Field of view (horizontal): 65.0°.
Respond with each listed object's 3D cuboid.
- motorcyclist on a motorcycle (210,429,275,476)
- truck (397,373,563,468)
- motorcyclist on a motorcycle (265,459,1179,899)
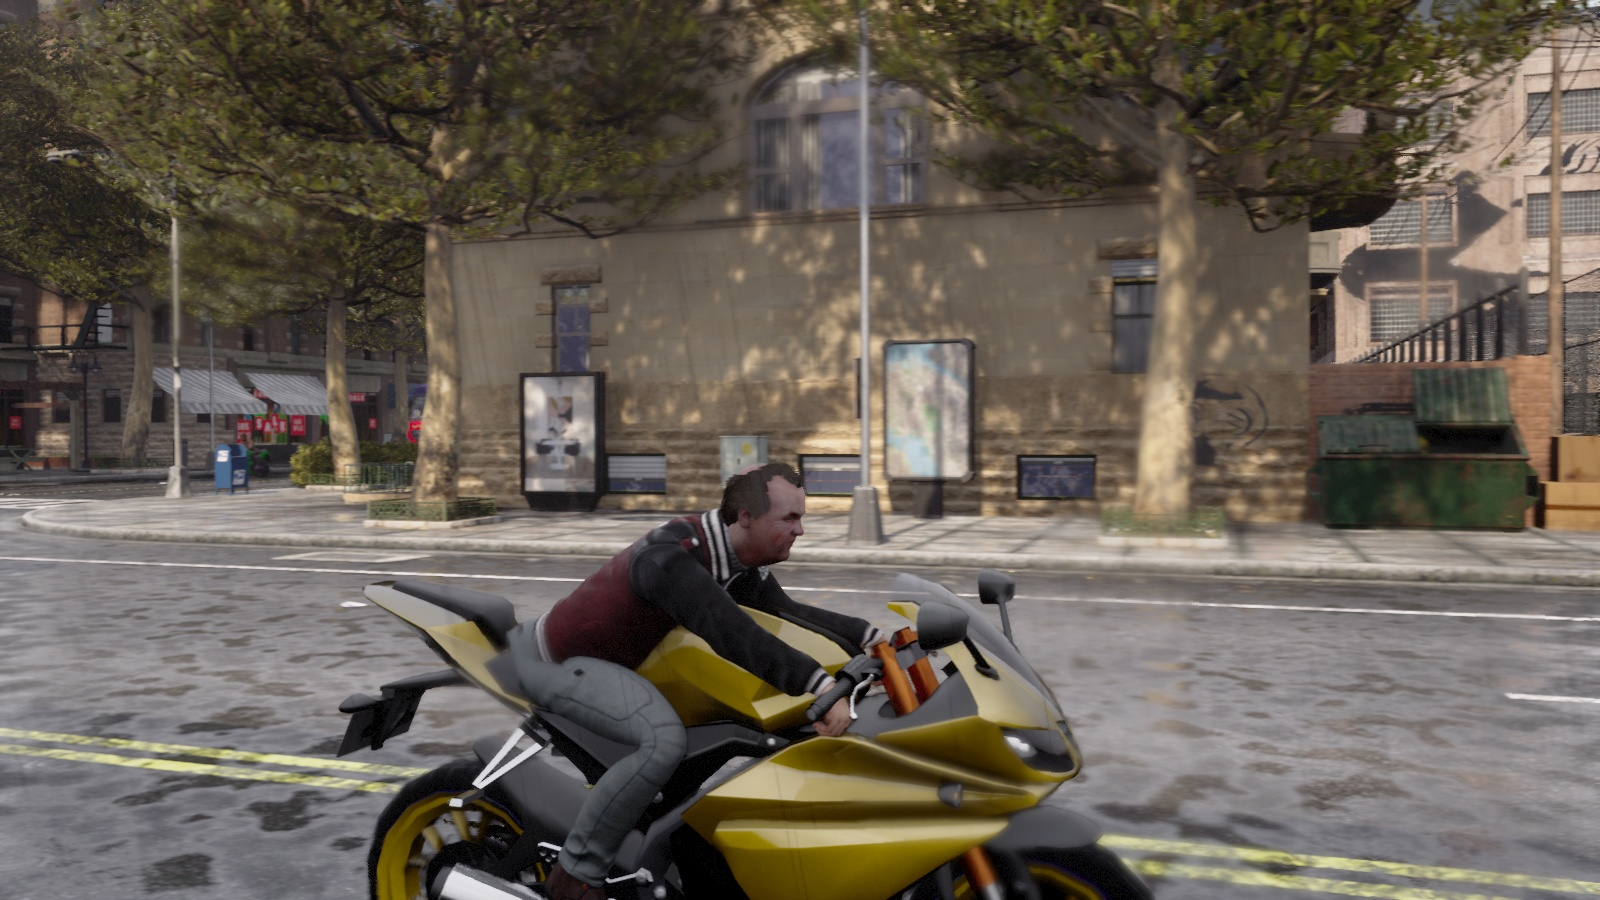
[{"bbox_3d":[-18.401,0.075,41.514,0.797,1.523,2.044,1,1,19],"label":"motorcyclist on a motorcycle"},{"bbox_3d":[-13.775,-1.272,55.043,2.891,3.827,8.468,1,1,19],"label":"truck"},{"bbox_3d":[-0.181,0.809,3.254,2.191,1.530,0.866,1,1,19],"label":"motorcyclist on a motorcycle"}]
